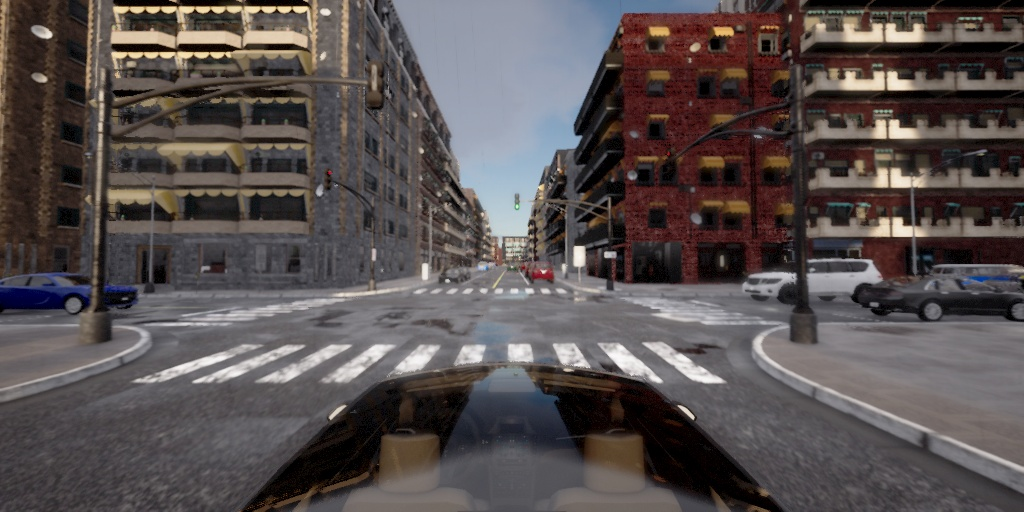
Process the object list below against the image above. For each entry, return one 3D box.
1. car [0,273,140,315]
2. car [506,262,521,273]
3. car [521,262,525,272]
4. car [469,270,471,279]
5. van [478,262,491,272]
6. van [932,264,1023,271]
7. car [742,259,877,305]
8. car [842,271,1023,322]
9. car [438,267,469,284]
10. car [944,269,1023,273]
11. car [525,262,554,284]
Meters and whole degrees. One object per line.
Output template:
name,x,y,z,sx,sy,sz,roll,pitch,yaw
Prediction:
car,-17.612,1.410,14.004,5.008,1.535,1.882,0,-2,0
car,0.106,1.949,62.242,2.097,1.767,4.553,0,-1,0
car,2.573,1.610,42.842,2.192,1.841,5.009,0,0,0
car,-5.309,1.783,37.237,1.948,1.339,4.313,0,0,0
van,-5.304,1.985,65.038,1.690,1.789,3.998,0,0,0
van,24.906,1.339,19.276,3.998,1.789,1.690,0,0,0
car,14.031,1.162,16.876,5.566,2.045,2.150,0,-2,0
car,13.747,1.309,11.428,4.403,1.370,2.007,0,0,0
car,-5.309,1.709,31.676,1.948,1.339,4.313,0,0,0
car,24.283,1.464,16.836,5.357,1.411,2.033,0,-2,0
car,2.572,1.459,31.720,2.192,1.841,5.009,0,0,0
